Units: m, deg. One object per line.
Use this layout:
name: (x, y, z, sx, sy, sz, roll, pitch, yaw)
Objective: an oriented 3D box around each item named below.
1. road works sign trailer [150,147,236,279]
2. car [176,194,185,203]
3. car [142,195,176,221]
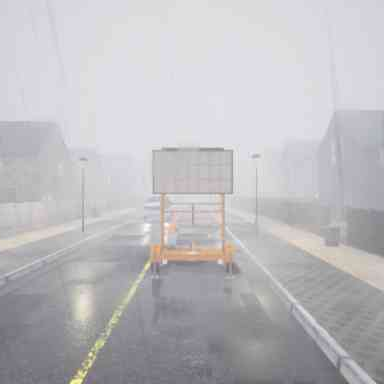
road works sign trailer: (0.027, 0.465, 10.071, 2.380, 3.560, 2.880, 0, 0, 1)
car: (-2.599, 1.493, 69.218, 2.150, 2.045, 5.566, 0, 0, 0)
car: (-2.789, 1.254, 28.207, 2.150, 2.045, 5.566, 0, 0, 0)
